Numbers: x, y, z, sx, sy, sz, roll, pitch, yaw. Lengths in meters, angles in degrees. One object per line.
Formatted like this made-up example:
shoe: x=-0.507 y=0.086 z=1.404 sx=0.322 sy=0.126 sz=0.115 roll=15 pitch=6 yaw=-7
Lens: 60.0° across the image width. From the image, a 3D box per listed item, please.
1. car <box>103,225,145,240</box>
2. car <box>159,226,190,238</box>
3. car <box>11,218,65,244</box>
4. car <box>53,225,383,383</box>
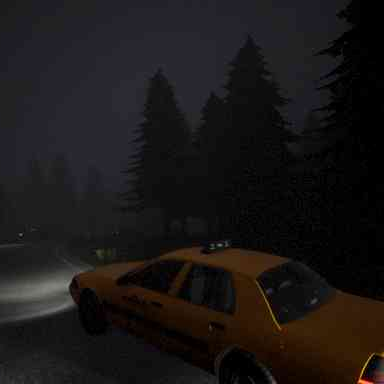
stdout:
car: x=-7.437 y=4.510 z=36.956 sx=2.033 sy=1.411 sz=5.357 roll=-4 pitch=-8 yaw=20
car: x=-2.318 y=5.543 z=46.264 sx=1.882 sy=1.535 sz=5.008 roll=-5 pitch=-8 yaw=30
car: x=-12.744 y=3.225 z=28.126 sx=2.150 sy=2.045 sz=5.566 roll=-4 pitch=-7 yaw=7
car: x=0.139 y=1.441 z=4.738 sx=5.366 sy=1.575 sz=1.801 roll=0 pitch=1 yaw=43
